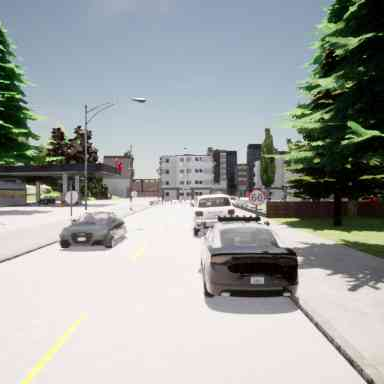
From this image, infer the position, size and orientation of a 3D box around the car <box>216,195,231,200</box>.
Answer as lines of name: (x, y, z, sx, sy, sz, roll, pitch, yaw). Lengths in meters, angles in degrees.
car: (8.319, 1.429, 87.751, 3.633, 1.501, 1.845, 0, 0, 11)

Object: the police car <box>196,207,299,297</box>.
police car: (1.202, 1.425, 8.714, 1.930, 1.638, 5.238, 0, 0, 0)

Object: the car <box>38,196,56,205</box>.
car: (-23.928, 1.412, 54.792, 1.845, 1.501, 3.633, 0, 0, 0)

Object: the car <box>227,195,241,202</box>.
car: (11.115, 1.673, 87.407, 2.038, 1.542, 4.974, 0, 0, 30)

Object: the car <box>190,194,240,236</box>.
car: (1.134, 1.174, 18.634, 2.150, 2.045, 5.566, -3, 0, 0)

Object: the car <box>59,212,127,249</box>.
car: (-4.103, 1.564, 14.363, 1.994, 1.385, 4.181, 0, 0, 0)

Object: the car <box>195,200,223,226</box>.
car: (1.187, 1.456, 24.794, 1.801, 1.575, 5.366, 0, 0, 0)

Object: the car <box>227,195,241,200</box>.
car: (11.090, 1.515, 87.362, 1.853, 1.218, 4.536, 0, 0, 30)
